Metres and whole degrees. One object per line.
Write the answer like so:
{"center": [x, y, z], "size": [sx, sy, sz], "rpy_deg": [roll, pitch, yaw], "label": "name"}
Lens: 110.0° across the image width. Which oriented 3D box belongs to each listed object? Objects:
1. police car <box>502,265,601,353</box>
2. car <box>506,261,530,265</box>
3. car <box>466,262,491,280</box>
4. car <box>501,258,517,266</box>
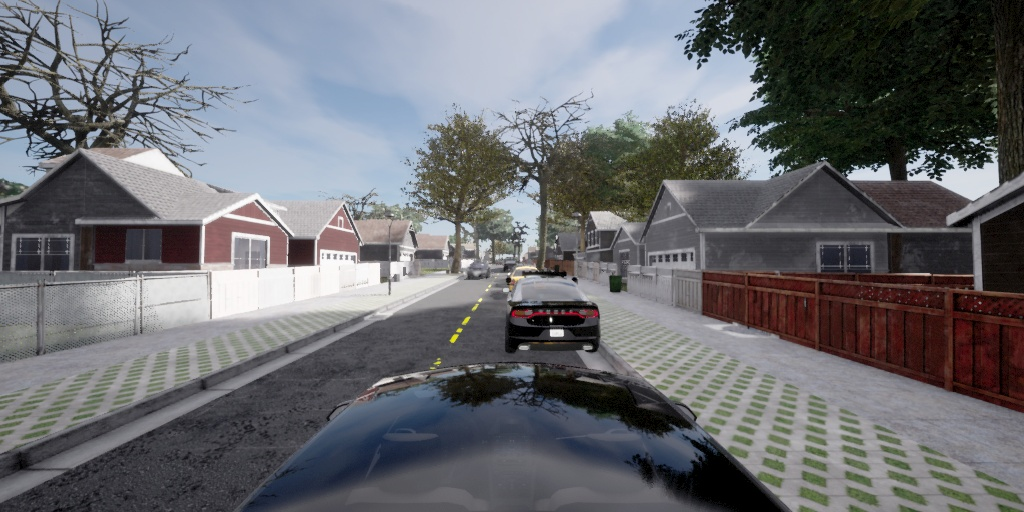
{"center": [0.791, 1.181, 9.017], "size": [1.930, 1.638, 5.238], "rpy_deg": [0, 0, 0], "label": "police car"}
{"center": [0.737, 1.221, 19.104], "size": [1.801, 1.575, 5.366], "rpy_deg": [0, 0, 0], "label": "car"}
{"center": [-2.905, 1.286, 31.803], "size": [2.128, 1.511, 4.902], "rpy_deg": [0, 0, 0], "label": "car"}
{"center": [-0.200, 1.345, 49.566], "size": [1.882, 1.535, 5.008], "rpy_deg": [0, 0, 0], "label": "car"}
